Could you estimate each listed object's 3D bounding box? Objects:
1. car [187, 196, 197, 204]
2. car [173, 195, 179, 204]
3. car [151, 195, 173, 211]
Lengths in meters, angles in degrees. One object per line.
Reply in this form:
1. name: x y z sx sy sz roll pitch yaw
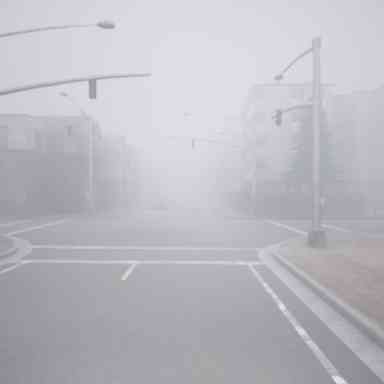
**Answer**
1. car: -0.013 1.370 60.602 2.033 1.411 5.357 0 0 0
2. car: -3.506 1.327 61.314 1.837 1.490 4.892 0 0 0
3. car: -3.592 1.389 38.836 1.837 1.490 4.892 0 1 0
